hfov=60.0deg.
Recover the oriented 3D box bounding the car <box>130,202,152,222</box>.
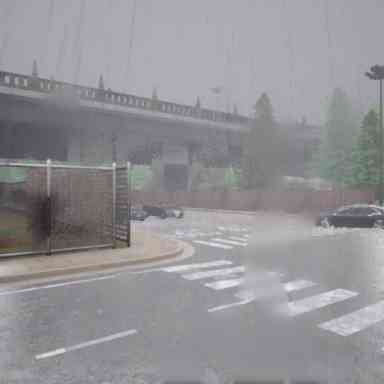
[{"bbox_3d":[-5.349,1.553,26.264,1.837,1.490,4.892,0,0,-35],"label":"car"}]

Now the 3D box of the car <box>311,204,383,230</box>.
[{"bbox_3d":[9.992,1.541,20.735,4.892,1.490,1.837,-1,6,23],"label":"car"}]

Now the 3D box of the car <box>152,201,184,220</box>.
[{"bbox_3d":[-2.577,1.537,28.404,2.128,1.511,4.902,0,0,-36],"label":"car"}]
